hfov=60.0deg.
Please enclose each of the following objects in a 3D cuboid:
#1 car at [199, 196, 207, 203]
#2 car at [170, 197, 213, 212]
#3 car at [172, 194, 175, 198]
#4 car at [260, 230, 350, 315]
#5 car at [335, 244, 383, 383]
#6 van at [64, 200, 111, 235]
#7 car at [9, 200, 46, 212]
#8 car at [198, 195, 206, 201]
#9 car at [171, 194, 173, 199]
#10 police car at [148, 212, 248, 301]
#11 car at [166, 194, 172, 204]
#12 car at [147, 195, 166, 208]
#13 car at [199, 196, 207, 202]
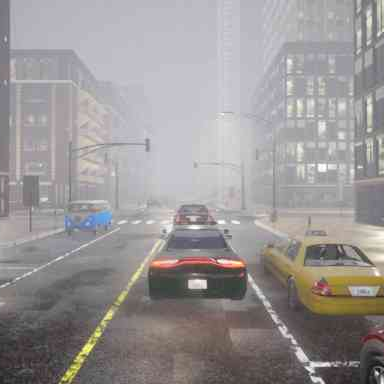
[{"bbox_3d":[2.680,1.732,79.318,1.752,1.417,4.829,0,0,0],"label":"car"},{"bbox_3d":[0.082,1.369,18.592,2.097,1.767,4.553,0,0,0],"label":"car"},{"bbox_3d":[-5.700,1.646,79.147,1.967,1.590,4.097,0,0,0],"label":"car"},{"bbox_3d":[2.706,1.529,7.554,1.752,1.417,4.829,1,0,0],"label":"car"},{"bbox_3d":[2.706,1.441,1.860,1.967,1.590,4.097,1,0,0],"label":"car"},{"bbox_3d":[-5.663,1.358,18.429,1.690,1.788,3.998,1,0,0],"label":"van"},{"bbox_3d":[-19.061,1.538,37.834,4.507,1.381,1.887,0,-1,0],"label":"car"},{"bbox_3d":[2.678,1.704,90.475,1.967,1.590,4.097,0,0,0],"label":"car"},{"bbox_3d":[-5.699,1.760,73.484,1.802,1.307,4.206,0,0,0],"label":"car"},{"bbox_3d":[0.100,1.509,8.482,2.038,1.542,4.974,0,0,0],"label":"police car"},{"bbox_3d":[-5.698,1.719,67.821,1.947,1.339,4.313,0,0,0],"label":"car"},{"bbox_3d":[-5.692,1.407,50.834,2.192,1.841,5.009,0,0,0],"label":"car"},{"bbox_3d":[2.678,1.801,84.812,1.947,1.339,4.313,0,0,0],"label":"car"}]
